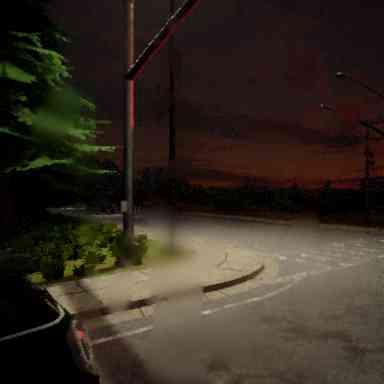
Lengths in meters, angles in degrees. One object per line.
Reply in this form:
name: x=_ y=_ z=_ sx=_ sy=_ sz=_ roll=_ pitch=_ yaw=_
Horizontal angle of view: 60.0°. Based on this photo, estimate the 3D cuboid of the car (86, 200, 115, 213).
car: x=-9.593 y=1.565 z=34.774 sx=1.812 sy=1.442 sz=4.674 roll=0 pitch=0 yaw=-35

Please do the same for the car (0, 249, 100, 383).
car: x=-2.999 y=1.338 z=2.093 sx=4.553 sy=1.767 sz=2.097 roll=0 pitch=0 yaw=-40
